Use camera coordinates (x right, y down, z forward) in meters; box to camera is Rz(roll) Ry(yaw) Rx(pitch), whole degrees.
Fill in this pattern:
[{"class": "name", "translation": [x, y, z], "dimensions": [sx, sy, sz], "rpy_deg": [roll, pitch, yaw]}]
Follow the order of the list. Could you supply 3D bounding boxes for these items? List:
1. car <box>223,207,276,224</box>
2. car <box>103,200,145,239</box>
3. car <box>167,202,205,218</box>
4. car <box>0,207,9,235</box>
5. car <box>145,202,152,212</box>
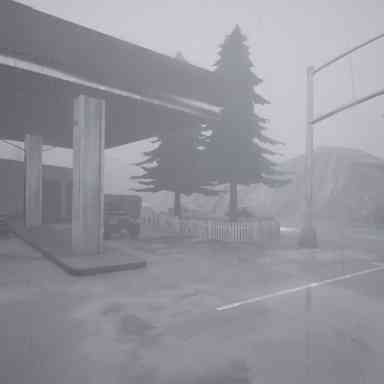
[{"class": "car", "translation": [4.244, 1.817, 24.900], "dimensions": [1.994, 1.385, 4.181], "rpy_deg": [1, 0, -35]}, {"class": "car", "translation": [-4.473, 1.446, 18.305], "dimensions": [1.905, 1.878, 3.866], "rpy_deg": [1, 0, -36]}, {"class": "car", "translation": [-0.672, 1.721, 31.899], "dimensions": [1.812, 1.442, 4.674], "rpy_deg": [1, 0, -35]}, {"class": "car", "translation": [-11.604, 1.521, 18.514], "dimensions": [2.242, 1.667, 4.611], "rpy_deg": [1, 0, -36]}, {"class": "car", "translation": [-6.536, 1.652, 40.227], "dimensions": [1.812, 1.442, 4.674], "rpy_deg": [1, 0, -35]}]
